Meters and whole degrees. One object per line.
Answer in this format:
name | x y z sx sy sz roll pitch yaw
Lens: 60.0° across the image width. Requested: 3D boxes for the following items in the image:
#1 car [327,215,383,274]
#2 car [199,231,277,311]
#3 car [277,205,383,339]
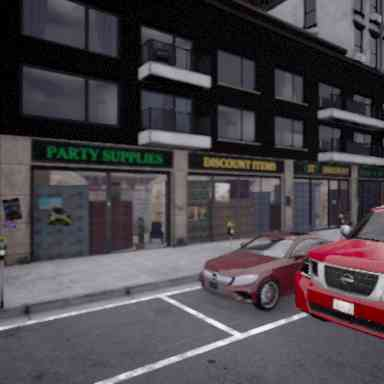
car | 6.615 1.554 10.903 4.403 1.369 2.008 0 0 -35
car | 2.128 1.583 7.704 4.206 1.307 1.802 0 0 -35
car | 4.332 1.225 6.132 5.566 2.045 2.150 0 0 -35
